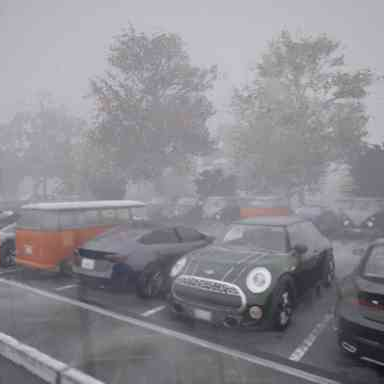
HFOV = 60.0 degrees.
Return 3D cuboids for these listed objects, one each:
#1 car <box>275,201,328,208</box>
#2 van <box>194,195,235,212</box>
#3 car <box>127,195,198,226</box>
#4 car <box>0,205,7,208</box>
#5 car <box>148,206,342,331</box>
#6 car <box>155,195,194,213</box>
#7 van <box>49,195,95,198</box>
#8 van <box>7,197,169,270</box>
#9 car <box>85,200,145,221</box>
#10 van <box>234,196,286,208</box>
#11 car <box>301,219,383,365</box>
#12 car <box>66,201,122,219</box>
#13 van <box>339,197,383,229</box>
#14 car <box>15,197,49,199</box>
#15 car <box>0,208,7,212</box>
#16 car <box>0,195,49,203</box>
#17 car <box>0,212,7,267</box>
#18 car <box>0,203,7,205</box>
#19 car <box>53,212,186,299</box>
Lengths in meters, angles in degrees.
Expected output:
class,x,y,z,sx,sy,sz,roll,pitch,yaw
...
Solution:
class,x,y,z,sx,sy,sz,roll,pitch,yaw
car,6.917,1.487,19.286,2.097,1.535,5.008,0,0,36
van,2.350,1.283,22.426,1.878,1.987,4.442,0,0,36
car,-2.093,1.278,25.736,2.435,2.045,5.566,0,0,36
car,-9.813,1.564,15.176,2.163,1.488,4.792,0,0,36
car,1.482,1.358,7.112,2.185,1.767,4.553,0,0,36
car,0.154,1.268,24.117,2.435,2.045,5.566,0,0,36
van,-11.101,1.347,32.405,1.878,1.987,4.442,0,0,36
van,-2.971,1.276,10.426,1.878,1.987,4.442,0,0,36
car,-6.575,1.551,28.993,2.097,1.535,5.008,0,0,36
van,4.734,1.272,20.996,1.878,1.987,4.442,0,0,36
car,3.716,1.480,5.457,2.231,1.521,4.892,0,0,36
car,-8.919,1.602,30.692,2.002,1.452,4.674,0,0,36
van,9.110,1.254,17.566,1.878,1.987,4.442,0,0,35
car,-15.566,1.593,35.470,2.097,1.535,5.008,0,0,36
car,-7.560,1.553,13.553,2.163,1.488,4.792,0,0,36
car,-17.928,1.353,37.145,2.435,2.045,5.566,0,0,36
car,-5.308,1.542,11.930,2.163,1.488,4.792,0,0,36
car,-12.157,1.542,16.672,1.946,1.575,5.366,0,0,36
car,-0.768,1.521,8.732,2.163,1.488,4.792,0,0,36
